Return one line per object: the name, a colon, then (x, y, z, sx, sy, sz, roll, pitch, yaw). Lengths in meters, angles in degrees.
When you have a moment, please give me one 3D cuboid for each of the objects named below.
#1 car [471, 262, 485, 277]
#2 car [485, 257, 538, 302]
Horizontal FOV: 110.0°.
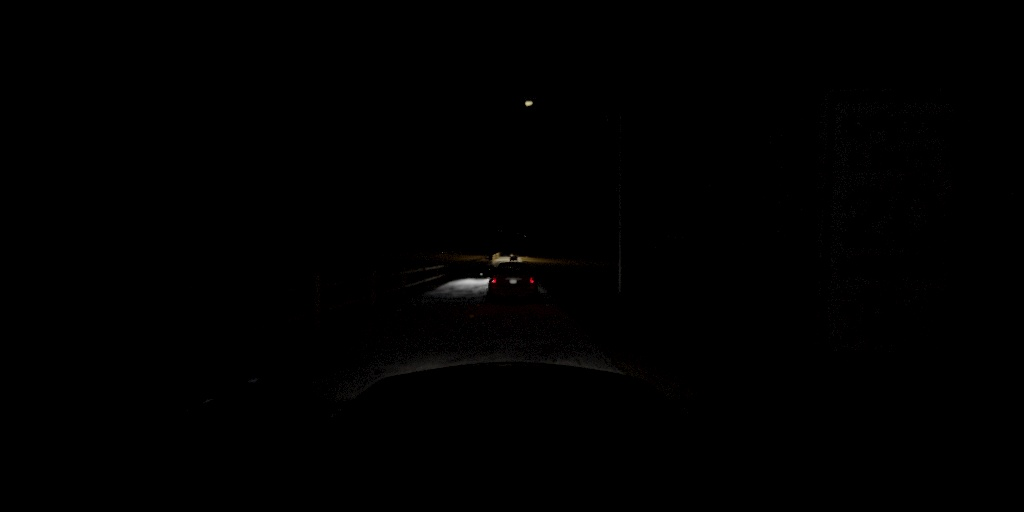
car: (-2.620, 1.239, 32.988, 1.895, 1.301, 4.718, 0, 0, 0)
car: (0.061, 1.071, 16.911, 2.097, 1.767, 4.553, 0, 0, 0)
